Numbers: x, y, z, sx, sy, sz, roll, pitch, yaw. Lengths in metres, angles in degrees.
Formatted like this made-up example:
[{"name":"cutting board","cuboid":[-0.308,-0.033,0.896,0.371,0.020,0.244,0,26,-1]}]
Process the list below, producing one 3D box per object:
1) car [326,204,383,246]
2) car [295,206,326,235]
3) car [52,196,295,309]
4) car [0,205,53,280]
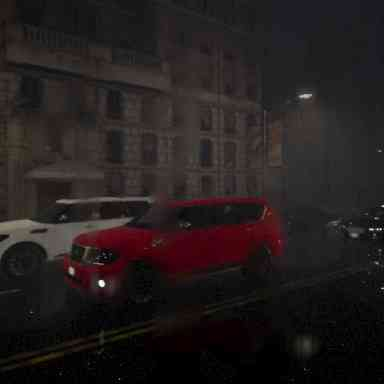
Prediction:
[{"name":"car","cuboid":[8.160,1.344,13.964,4.902,1.511,2.128,-1,0,-34]},{"name":"car","cuboid":[5.031,1.404,16.059,5.357,1.411,2.033,-1,0,-34]},{"name":"car","cuboid":[-0.153,1.166,8.176,5.566,2.045,2.150,-1,1,-37]},{"name":"car","cuboid":[-3.372,1.171,10.176,5.566,2.045,2.150,-1,1,-35]}]
